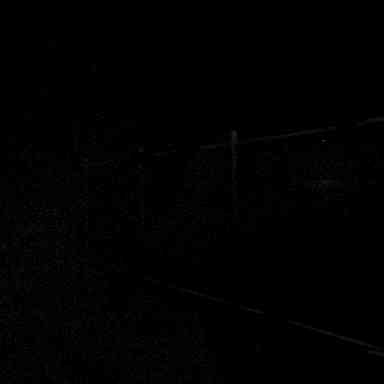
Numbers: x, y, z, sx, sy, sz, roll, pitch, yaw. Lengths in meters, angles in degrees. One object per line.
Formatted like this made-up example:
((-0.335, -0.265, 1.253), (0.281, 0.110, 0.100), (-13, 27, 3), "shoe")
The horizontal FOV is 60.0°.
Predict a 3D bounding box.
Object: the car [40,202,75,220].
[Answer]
((-12.614, 1.718, 32.608), (2.097, 1.767, 4.553), (0, -1, 17), "car")

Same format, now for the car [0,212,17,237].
((-10.372, 1.670, 16.707), (1.882, 1.535, 5.008), (0, -1, -13), "car")
